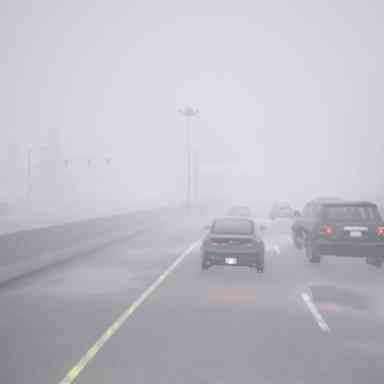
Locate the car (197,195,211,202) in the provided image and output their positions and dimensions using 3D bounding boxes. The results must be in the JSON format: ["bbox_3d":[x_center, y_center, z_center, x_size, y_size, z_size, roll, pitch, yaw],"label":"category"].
[{"bbox_3d":[3.365,1.961,91.722,1.812,1.442,4.674,0,0,9],"label":"car"}]

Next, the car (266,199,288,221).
[{"bbox_3d":[7.804,1.686,29.433,2.128,1.511,4.902,0,0,9],"label":"car"}]

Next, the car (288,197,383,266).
[{"bbox_3d":[5.088,1.309,12.128,2.150,2.045,5.566,0,0,9],"label":"car"}]

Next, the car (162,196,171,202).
[{"bbox_3d":[-6.999,1.886,93.408,1.882,1.535,5.008,0,0,9],"label":"car"}]

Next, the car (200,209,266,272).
[{"bbox_3d":[1.412,1.575,11.203,1.837,1.490,4.892,0,0,9],"label":"car"}]

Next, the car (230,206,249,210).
[{"bbox_3d":[3.437,1.697,24.323,2.033,1.411,5.357,0,0,9],"label":"car"}]

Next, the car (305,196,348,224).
[{"bbox_3d":[11.129,1.419,28.041,2.150,2.045,5.566,0,0,9],"label":"car"}]

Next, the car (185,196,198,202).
[{"bbox_3d":[-0.090,1.979,92.284,1.994,1.385,4.181,0,0,9],"label":"car"}]

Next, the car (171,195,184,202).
[{"bbox_3d":[-3.539,1.773,92.875,2.097,1.767,4.553,0,0,9],"label":"car"}]
